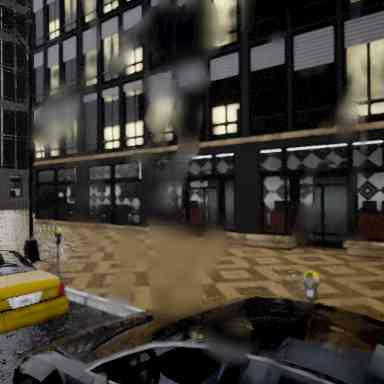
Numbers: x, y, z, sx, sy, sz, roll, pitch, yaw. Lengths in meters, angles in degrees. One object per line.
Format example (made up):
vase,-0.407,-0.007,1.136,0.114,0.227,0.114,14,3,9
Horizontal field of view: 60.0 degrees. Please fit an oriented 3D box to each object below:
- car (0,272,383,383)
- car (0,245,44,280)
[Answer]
car,0.383,1.562,2.575,4.313,1.339,1.947,0,-1,36
car,-4.250,1.498,6.091,4.829,1.417,1.752,0,-1,36
